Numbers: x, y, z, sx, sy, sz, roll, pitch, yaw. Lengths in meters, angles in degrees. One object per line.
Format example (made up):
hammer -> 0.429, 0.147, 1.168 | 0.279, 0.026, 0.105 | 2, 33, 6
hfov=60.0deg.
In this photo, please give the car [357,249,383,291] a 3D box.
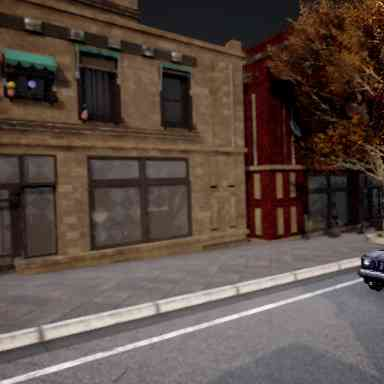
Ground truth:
car -> 5.918, 1.579, 7.780 | 4.718, 1.301, 1.895 | 0, 0, -35
